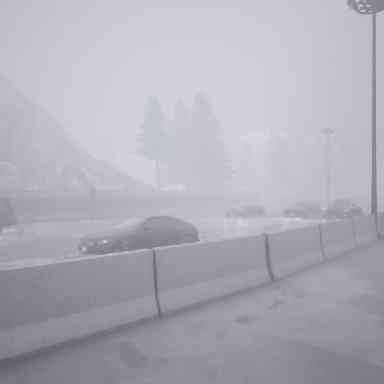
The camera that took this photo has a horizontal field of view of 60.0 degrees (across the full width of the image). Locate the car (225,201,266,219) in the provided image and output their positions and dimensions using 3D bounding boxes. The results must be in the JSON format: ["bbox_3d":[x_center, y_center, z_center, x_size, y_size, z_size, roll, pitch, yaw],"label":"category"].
[{"bbox_3d":[4.857,1.525,29.622,1.812,1.442,4.674,0,0,41],"label":"car"}]

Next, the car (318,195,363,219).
[{"bbox_3d":[12.679,1.351,27.896,2.097,1.767,4.553,0,0,42],"label":"car"}]

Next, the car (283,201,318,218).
[{"bbox_3d":[10.274,1.548,30.459,2.033,1.411,5.357,0,0,42],"label":"car"}]

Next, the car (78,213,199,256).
[{"bbox_3d":[-1.720,1.525,12.065,4.674,1.442,1.812,0,0,-44],"label":"car"}]

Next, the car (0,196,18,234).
[{"bbox_3d":[-11.958,1.223,16.880,5.566,2.045,2.150,0,0,-39],"label":"car"}]
